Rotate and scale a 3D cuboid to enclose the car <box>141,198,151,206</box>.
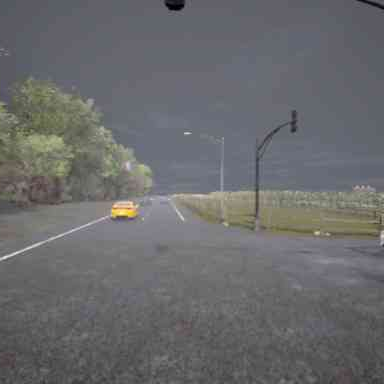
[{"bbox_3d":[-8.424,1.758,60.705,2.128,1.511,4.902,1,0,-5],"label":"car"}]

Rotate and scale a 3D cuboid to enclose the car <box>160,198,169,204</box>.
[{"bbox_3d":[-6.034,1.924,73.472,2.033,1.411,5.357,1,0,-5],"label":"car"}]

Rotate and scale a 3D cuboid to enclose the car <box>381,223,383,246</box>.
[{"bbox_3d":[10.071,1.575,12.650,5.566,2.045,2.150,2,-3,-11],"label":"car"}]

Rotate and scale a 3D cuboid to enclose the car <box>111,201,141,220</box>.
[{"bbox_3d":[-5.952,1.584,29.711,1.882,1.535,5.008,1,0,-5],"label":"car"}]
